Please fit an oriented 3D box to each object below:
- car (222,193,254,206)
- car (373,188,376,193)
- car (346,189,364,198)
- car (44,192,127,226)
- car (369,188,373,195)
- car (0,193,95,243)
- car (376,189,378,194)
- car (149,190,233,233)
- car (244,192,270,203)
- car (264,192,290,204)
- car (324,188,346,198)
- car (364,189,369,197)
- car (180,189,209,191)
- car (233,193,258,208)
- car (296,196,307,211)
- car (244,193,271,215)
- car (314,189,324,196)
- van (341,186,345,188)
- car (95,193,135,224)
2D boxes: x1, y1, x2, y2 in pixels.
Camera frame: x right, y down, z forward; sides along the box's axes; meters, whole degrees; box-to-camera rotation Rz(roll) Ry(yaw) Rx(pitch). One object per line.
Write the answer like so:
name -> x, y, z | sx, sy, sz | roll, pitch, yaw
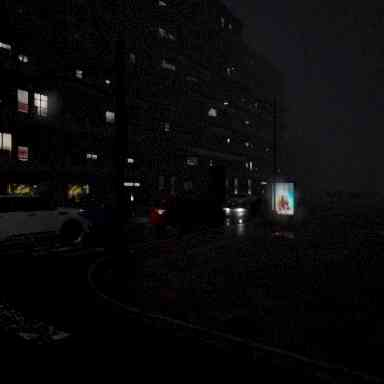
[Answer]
car -> 5.706, 0.829, 40.656 | 2.008, 1.369, 4.403 | 2, 2, 35
car -> 38.087, -0.011, 72.230 | 1.887, 1.381, 4.507 | 1, 2, 35
car -> 28.532, 0.309, 58.605 | 1.887, 1.381, 4.507 | 1, 2, 35
car -> -7.030, 1.010, 22.487 | 2.192, 1.841, 5.009 | 1, 2, 35
car -> 34.902, 0.096, 67.688 | 1.887, 1.381, 4.507 | 1, 2, 35
car -> -6.798, 1.073, 12.766 | 2.150, 2.045, 5.566 | 0, 1, 35
car -> 44.457, -0.220, 81.312 | 2.008, 1.369, 4.403 | 1, 2, 35
car -> -0.135, 1.026, 17.726 | 2.192, 1.841, 5.009 | 1, 2, 35
car -> 8.890, 0.755, 45.196 | 1.802, 1.307, 4.206 | 2, 2, 35
car -> 11.363, 0.731, 44.162 | 1.994, 1.385, 4.181 | 0, 1, 36
car -> 25.000, 0.407, 58.109 | 1.895, 1.301, 4.718 | 0, 1, 35
car -> 31.717, 0.099, 63.143 | 1.967, 1.590, 4.097 | 1, 2, 35
car -> -0.103, 0.765, 27.880 | 2.150, 2.045, 5.566 | 0, 1, 36
car -> 5.546, 0.884, 35.919 | 1.812, 1.442, 4.674 | 0, 1, 35
car -> 9.419, 0.965, 31.357 | 1.947, 1.339, 4.313 | 1, 2, 35
car -> 6.234, 1.069, 26.815 | 1.947, 1.339, 4.313 | 1, 2, 35
car -> 27.998, -0.024, 72.435 | 1.967, 1.590, 4.097 | 2, 2, 35
van -> 37.553, -0.445, 86.054 | 1.690, 1.788, 3.998 | 2, 2, 35
car -> -5.640, 1.075, 19.992 | 2.097, 1.767, 4.553 | 0, 1, 35
